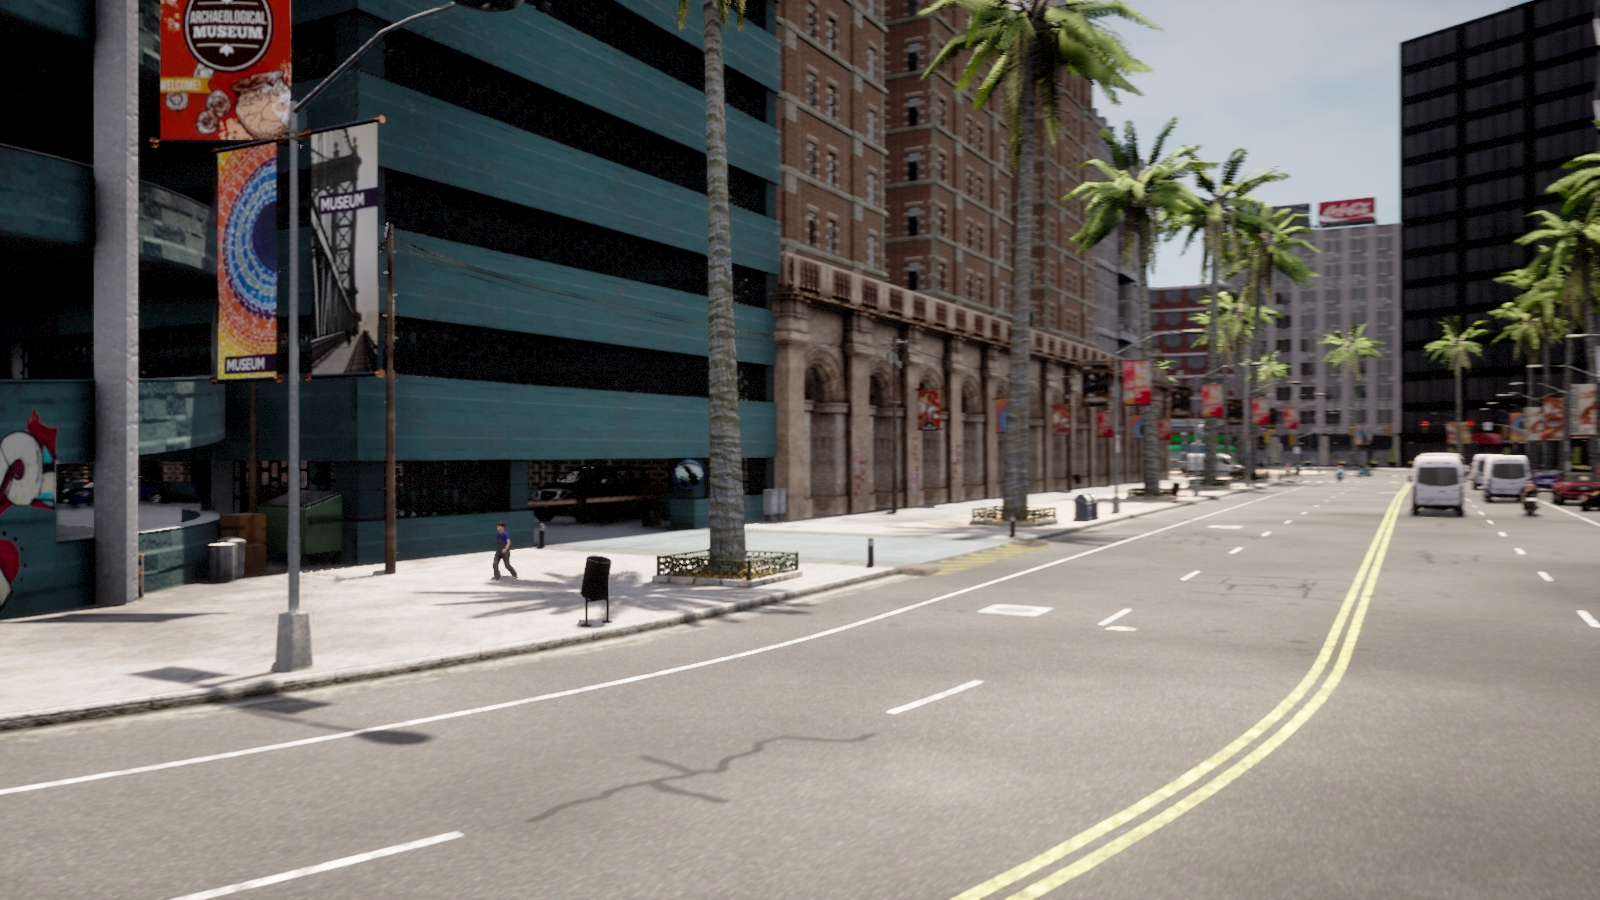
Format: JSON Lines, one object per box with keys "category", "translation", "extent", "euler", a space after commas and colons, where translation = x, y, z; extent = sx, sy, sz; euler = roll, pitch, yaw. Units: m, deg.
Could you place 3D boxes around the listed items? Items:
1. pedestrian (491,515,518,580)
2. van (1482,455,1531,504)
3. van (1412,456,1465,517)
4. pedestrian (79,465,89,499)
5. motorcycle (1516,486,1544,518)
{"category": "pedestrian", "translation": [-6.112, 2.008, 23.635], "extent": [0.375, 1.300, 0.375], "euler": [0, 0, 30]}
{"category": "van", "translation": [39.193, 1.574, 63.487], "extent": [1.988, 2.561, 5.915], "euler": [0, 0, 29]}
{"category": "van", "translation": [28.662, 1.569, 51.410], "extent": [1.988, 2.561, 5.915], "euler": [0, 0, 28]}
{"category": "pedestrian", "translation": [-40.280, 1.802, 64.288], "extent": [0.375, 1.860, 0.375], "euler": [0, 0, 29]}
{"category": "motorcycle", "translation": [31.590, 2.235, 49.456], "extent": [0.867, 1.251, 2.209], "euler": [0, 0, 28]}
